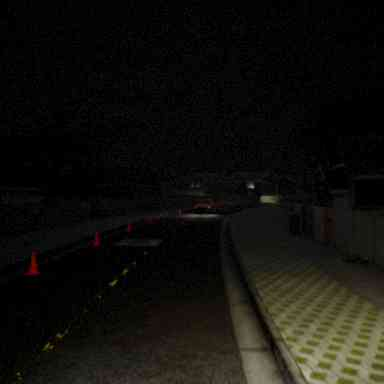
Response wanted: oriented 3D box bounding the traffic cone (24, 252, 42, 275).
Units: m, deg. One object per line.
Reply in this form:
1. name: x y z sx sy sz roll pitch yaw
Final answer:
1. traffic cone: -4.386 1.961 9.206 0.340 0.580 0.340 0 0 3

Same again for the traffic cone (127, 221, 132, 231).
1. traffic cone: -3.653 1.979 19.297 0.340 0.580 0.340 0 0 6

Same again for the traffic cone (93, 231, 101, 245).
1. traffic cone: -4.080 1.969 14.256 0.340 0.580 0.340 0 0 4

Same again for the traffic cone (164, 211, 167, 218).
1. traffic cone: -2.321 1.999 29.416 0.340 0.580 0.340 0 0 10

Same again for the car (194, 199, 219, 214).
1. car: 1.648 1.539 36.570 1.882 1.535 5.008 0 0 16

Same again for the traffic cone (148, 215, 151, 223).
1. traffic cone: -3.104 1.988 24.337 0.340 0.580 0.340 0 0 7
